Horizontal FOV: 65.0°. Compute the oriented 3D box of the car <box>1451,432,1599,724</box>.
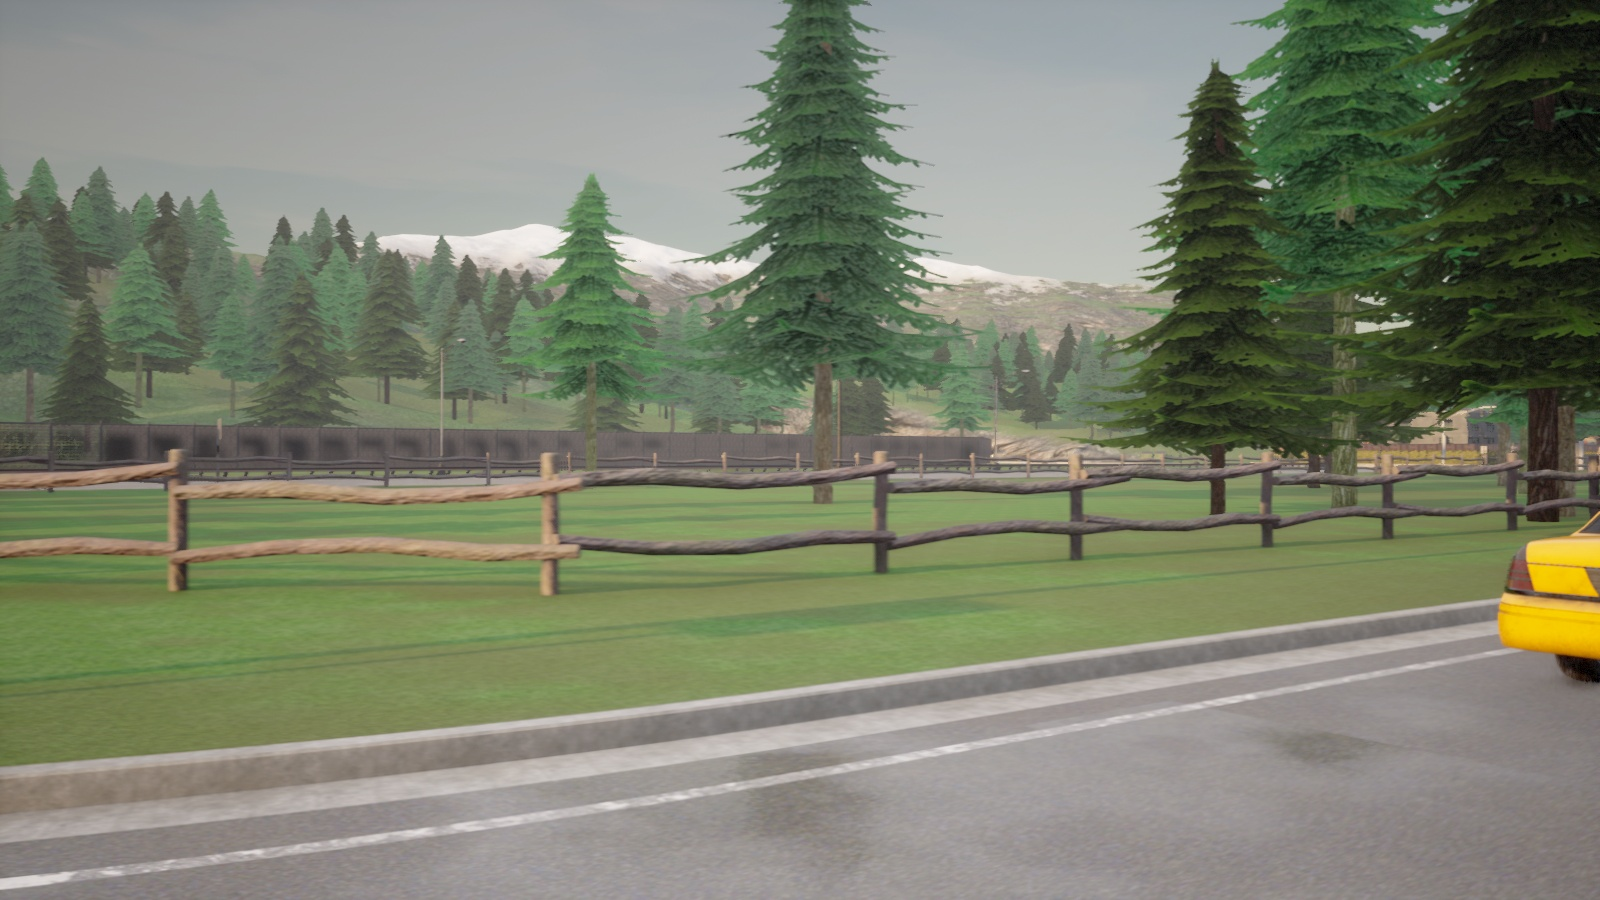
[{"bbox_3d":[6.582,0.690,8.240,5.366,1.575,1.801,0,0,-35],"label":"car"}]
